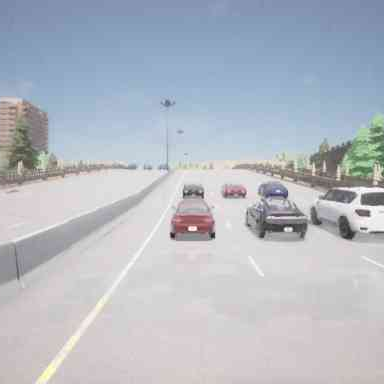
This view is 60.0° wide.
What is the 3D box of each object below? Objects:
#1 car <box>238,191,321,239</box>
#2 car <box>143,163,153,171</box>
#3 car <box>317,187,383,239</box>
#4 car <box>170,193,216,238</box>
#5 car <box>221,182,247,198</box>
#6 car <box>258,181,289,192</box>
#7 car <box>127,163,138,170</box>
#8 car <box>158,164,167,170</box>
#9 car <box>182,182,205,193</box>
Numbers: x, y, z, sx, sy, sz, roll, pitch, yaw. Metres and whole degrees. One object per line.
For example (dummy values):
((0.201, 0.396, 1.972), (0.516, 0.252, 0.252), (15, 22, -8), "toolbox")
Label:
((3.540, 1.008, 14.587), (2.128, 1.511, 4.902), (0, 4, 0), "car")
((-10.119, -5.756, 76.033), (2.128, 1.511, 4.902), (0, 7, 0), "car")
((7.041, 0.764, 14.584), (2.150, 2.045, 5.566), (0, 4, 0), "car")
((0.040, 1.046, 14.606), (1.812, 1.442, 4.674), (0, 4, 0), "car")
((3.622, -0.267, 29.478), (1.895, 1.301, 4.718), (0, 6, 0), "car")
((7.120, -0.307, 29.424), (1.994, 1.385, 4.181), (0, 6, 0), "car")
((-13.619, -5.803, 76.047), (1.882, 1.535, 5.008), (0, 7, 0), "car")
((-6.619, -5.741, 76.015), (2.033, 1.411, 5.357), (0, 7, 0), "car")
((0.122, -0.267, 29.497), (1.895, 1.301, 4.718), (0, 6, 0), "car")
